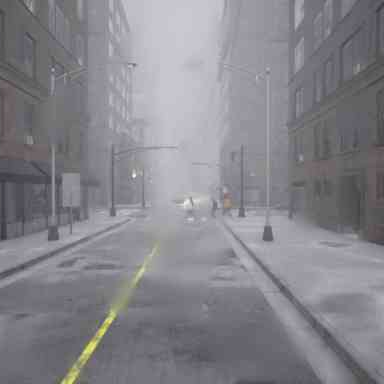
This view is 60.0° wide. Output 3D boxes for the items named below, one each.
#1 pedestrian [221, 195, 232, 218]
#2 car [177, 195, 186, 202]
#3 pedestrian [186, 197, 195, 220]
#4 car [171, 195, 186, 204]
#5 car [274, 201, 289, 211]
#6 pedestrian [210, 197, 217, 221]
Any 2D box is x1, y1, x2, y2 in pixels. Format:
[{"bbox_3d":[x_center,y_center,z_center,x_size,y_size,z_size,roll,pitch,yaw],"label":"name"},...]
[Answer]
[{"bbox_3d":[2.690,1.117,25.874,0.375,1.860,0.375,0,0,0],"label":"pedestrian"},{"bbox_3d":[-2.359,1.375,75.734,1.812,1.442,4.674,0,0,0],"label":"car"},{"bbox_3d":[-0.117,1.268,26.499,0.375,1.860,0.375,0,0,0],"label":"pedestrian"},{"bbox_3d":[-2.567,1.248,59.908,2.097,1.767,4.553,0,0,1],"label":"car"},{"bbox_3d":[11.998,1.646,39.993,4.206,1.307,1.802,1,0,1],"label":"car"},{"bbox_3d":[1.683,1.269,25.284,0.375,1.860,0.375,0,0,0],"label":"pedestrian"}]
